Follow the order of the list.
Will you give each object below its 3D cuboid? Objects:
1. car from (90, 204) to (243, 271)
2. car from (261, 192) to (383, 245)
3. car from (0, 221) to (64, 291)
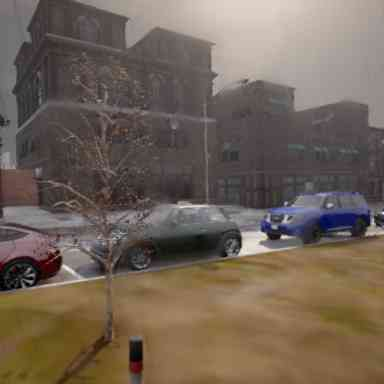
[{"bbox_3d":[-0.668,1.168,10.113,4.553,1.767,2.185,0,0,-33],"label":"car"},{"bbox_3d":[5.556,1.019,14.566,5.566,2.045,2.435,0,0,-33],"label":"car"},{"bbox_3d":[-5.221,1.359,6.845,4.792,1.488,2.163,0,1,-33],"label":"car"}]
